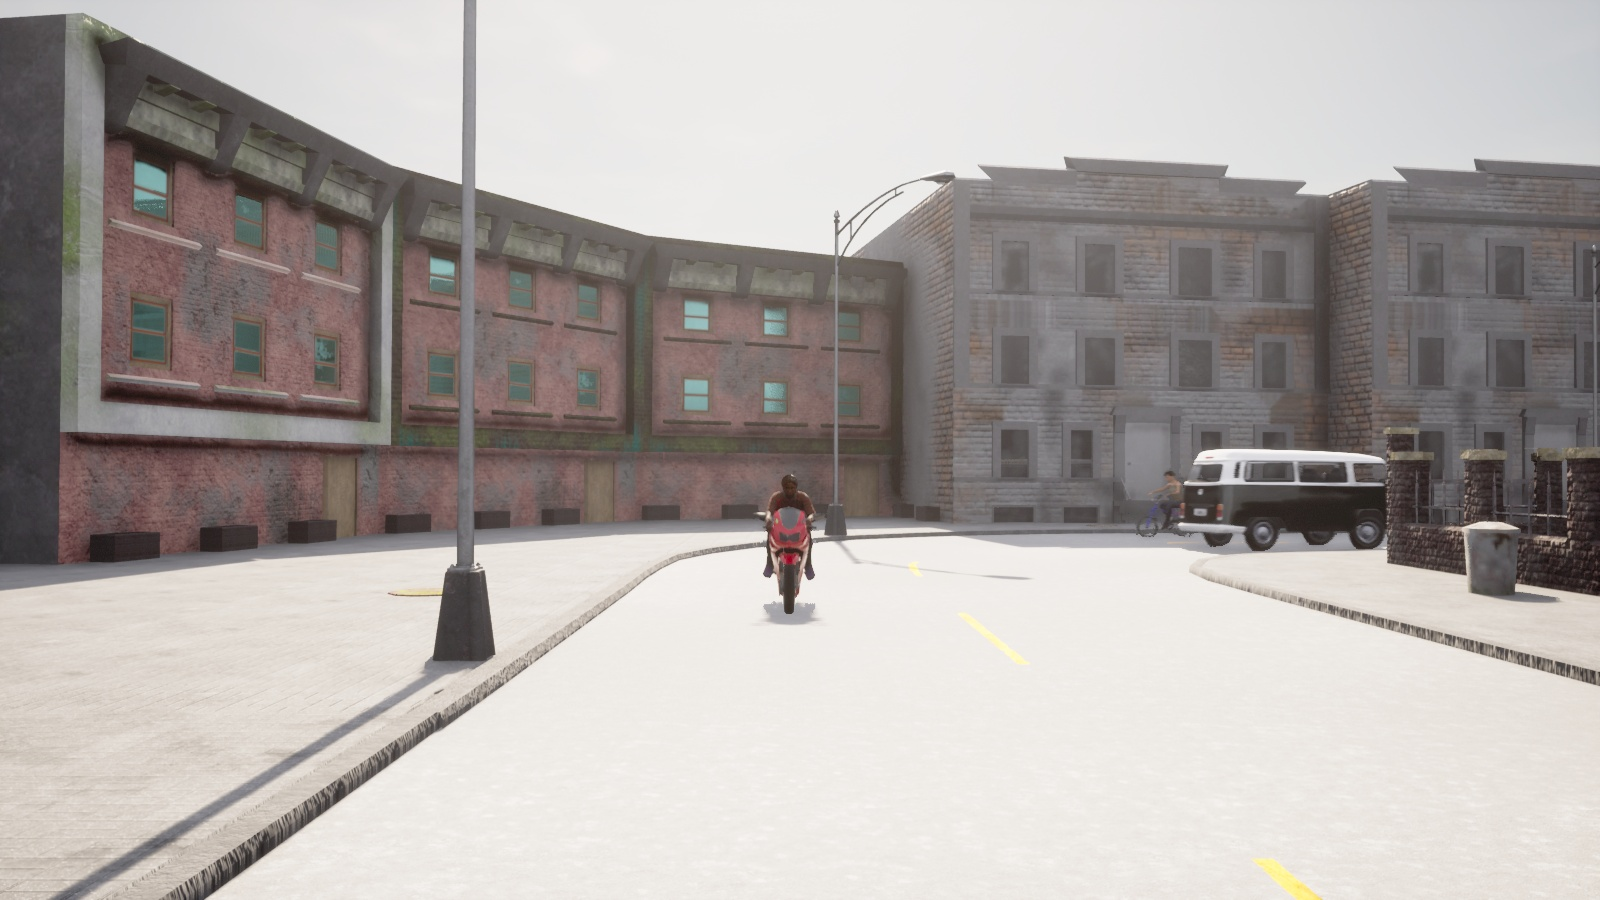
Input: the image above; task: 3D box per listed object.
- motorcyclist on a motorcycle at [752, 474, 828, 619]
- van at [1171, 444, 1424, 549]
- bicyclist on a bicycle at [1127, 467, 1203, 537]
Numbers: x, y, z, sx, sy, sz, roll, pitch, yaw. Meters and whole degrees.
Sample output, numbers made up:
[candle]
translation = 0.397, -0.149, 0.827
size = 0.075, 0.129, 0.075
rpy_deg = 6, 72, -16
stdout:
[motorcyclist on a motorcycle]
translation = -0.112, 1.037, 14.320
size = 0.797, 1.523, 2.044
rpy_deg = 0, -1, 0
[van]
translation = 10.223, 0.932, 25.921
size = 4.480, 2.038, 2.069
rpy_deg = 0, -2, -15
[bicyclist on a bicycle]
translation = 8.679, 1.219, 29.869
size = 1.509, 1.612, 0.866
rpy_deg = 0, 1, -11
